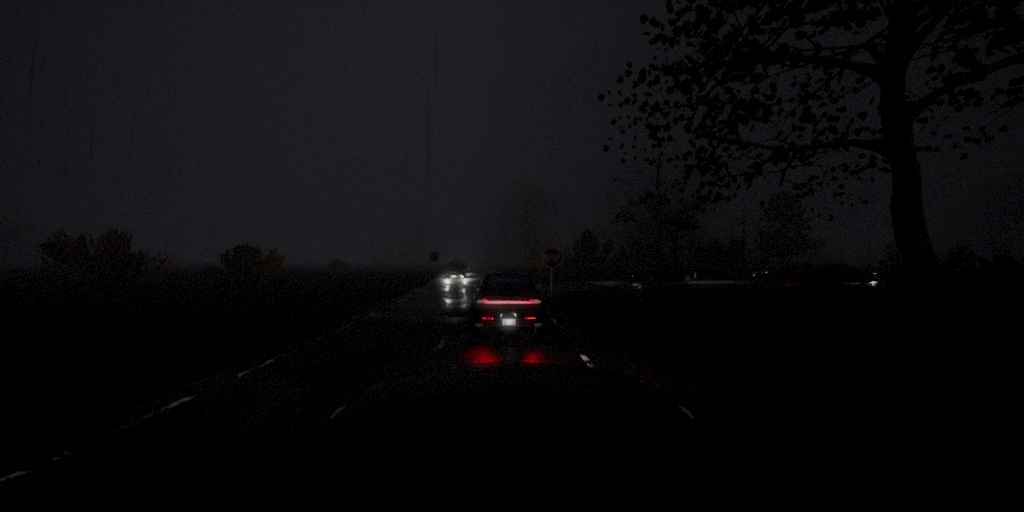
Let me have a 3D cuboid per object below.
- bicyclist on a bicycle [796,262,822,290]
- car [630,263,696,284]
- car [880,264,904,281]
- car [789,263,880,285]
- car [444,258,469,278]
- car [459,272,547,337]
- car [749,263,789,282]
[{"bbox_3d":[18.043,1.221,21.798,0.582,1.620,1.656,0,0,-9],"label":"bicyclist on a bicycle"},{"bbox_3d":[11.426,1.269,27.187,4.892,1.490,1.837,0,0,-9],"label":"car"},{"bbox_3d":[32.080,1.349,30.411,5.357,1.411,2.033,0,0,-9],"label":"car"},{"bbox_3d":[23.129,1.257,25.790,5.008,1.535,1.882,0,0,-9],"label":"car"},{"bbox_3d":[-5.162,1.230,33.490,1.837,1.490,4.892,0,0,-7],"label":"car"},{"bbox_3d":[-0.135,1.236,10.300,2.128,1.511,4.902,0,0,-2],"label":"car"},{"bbox_3d":[21.580,1.274,28.777,4.902,1.511,2.128,0,0,-9],"label":"car"}]
